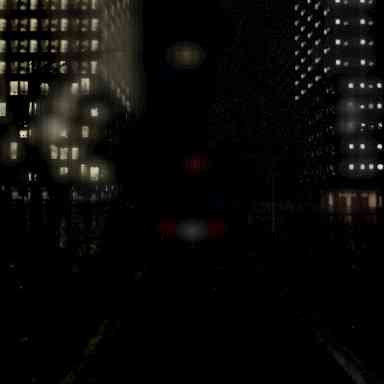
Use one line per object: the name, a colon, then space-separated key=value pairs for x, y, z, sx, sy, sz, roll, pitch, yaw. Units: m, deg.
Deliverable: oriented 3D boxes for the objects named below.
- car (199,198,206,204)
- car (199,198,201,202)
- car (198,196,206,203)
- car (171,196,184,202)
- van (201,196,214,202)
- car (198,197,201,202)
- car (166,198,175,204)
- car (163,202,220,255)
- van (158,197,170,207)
car: x=2.694 y=2.335 z=86.856 sx=1.887 sy=1.381 sz=4.507 roll=0 pitch=-1 yaw=0
car: x=2.614 y=2.085 z=59.164 sx=1.887 sy=1.381 sz=4.507 roll=0 pitch=-1 yaw=0
car: x=2.716 y=2.155 z=92.398 sx=2.192 sy=1.841 sz=5.009 roll=0 pitch=-1 yaw=0
car: x=-3.037 y=1.930 z=77.254 sx=2.150 sy=2.045 sz=5.566 roll=0 pitch=-1 yaw=0
van: x=2.684 y=1.831 z=53.628 sx=1.690 sy=1.788 sz=3.998 roll=0 pitch=-1 yaw=0
car: x=2.674 y=2.056 z=81.319 sx=2.192 sy=1.841 sz=5.009 roll=0 pitch=-1 yaw=0
car: x=-5.686 y=2.342 z=86.887 sx=2.008 sy=1.369 sz=4.403 roll=0 pitch=-1 yaw=0
car: x=0.003 y=1.481 z=14.075 sx=2.097 sy=1.767 sz=4.553 roll=0 pitch=-1 yaw=0
van: x=-5.768 y=1.932 z=64.733 sx=1.690 sy=1.788 sz=3.998 roll=0 pitch=-1 yaw=0
